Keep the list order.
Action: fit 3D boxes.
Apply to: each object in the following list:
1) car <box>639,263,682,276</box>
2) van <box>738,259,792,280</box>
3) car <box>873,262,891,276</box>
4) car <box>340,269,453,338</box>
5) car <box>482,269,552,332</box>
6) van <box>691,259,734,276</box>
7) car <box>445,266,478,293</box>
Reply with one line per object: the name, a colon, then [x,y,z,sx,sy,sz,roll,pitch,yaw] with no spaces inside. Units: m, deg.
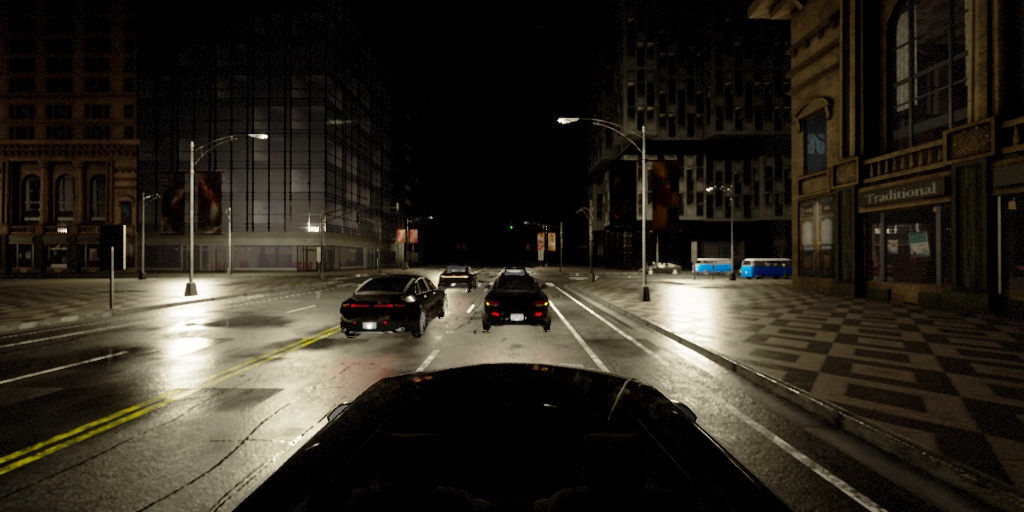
car: [15.988,1.397,38.676,4.403,1.370,2.007,0,0,0]
van: [21.546,1.135,30.110,3.998,1.789,1.690,0,0,0]
car: [32.783,1.354,30.028,4.207,1.307,1.802,0,0,0]
car: [-3.127,1.286,10.311,1.837,1.490,4.892,0,0,0]
car: [0.126,1.309,10.907,1.812,1.442,4.674,0,0,0]
van: [21.606,1.176,38.634,3.998,1.789,1.690,0,0,0]
car: [-3.131,1.313,21.338,2.128,1.511,4.902,0,0,-1]
